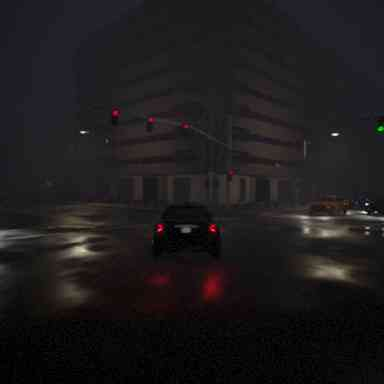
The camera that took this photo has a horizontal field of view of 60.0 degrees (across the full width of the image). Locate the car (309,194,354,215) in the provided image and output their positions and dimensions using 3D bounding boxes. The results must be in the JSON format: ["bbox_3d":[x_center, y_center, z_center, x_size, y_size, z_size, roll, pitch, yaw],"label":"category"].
[{"bbox_3d":[11.722,1.065,28.386,1.882,1.535,5.008,2,1,43],"label":"car"}]

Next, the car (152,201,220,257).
[{"bbox_3d":[-0.210,1.131,12.048,2.097,1.767,4.553,0,1,-1],"label":"car"}]

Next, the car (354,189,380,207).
[{"bbox_3d":[18.510,0.755,35.480,2.150,2.045,5.566,2,1,44],"label":"car"}]

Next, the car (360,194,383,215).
[{"bbox_3d":[16.441,1.191,28.294,2.033,1.411,5.357,2,1,44],"label":"car"}]

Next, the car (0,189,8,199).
[{"bbox_3d":[-28.402,0.337,48.552,4.674,1.442,1.812,2,1,44],"label":"car"}]
